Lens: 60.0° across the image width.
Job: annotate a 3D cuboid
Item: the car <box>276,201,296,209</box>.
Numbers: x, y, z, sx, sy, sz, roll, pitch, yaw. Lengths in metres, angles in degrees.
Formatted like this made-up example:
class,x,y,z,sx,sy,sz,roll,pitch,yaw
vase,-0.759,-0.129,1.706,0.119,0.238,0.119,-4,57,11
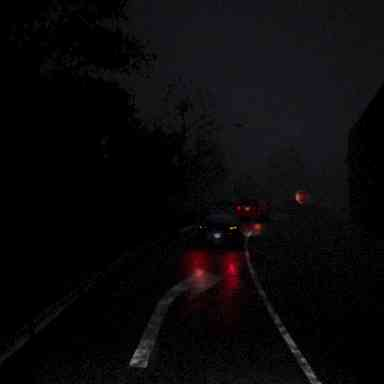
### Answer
class,x,y,z,sx,sy,sz,roll,pitch,yaw
car,19.475,2.646,69.170,2.163,1.488,4.792,3,-1,-10

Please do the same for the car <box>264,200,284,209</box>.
class,x,y,z,sx,sy,sz,roll,pitch,yaw
car,16.827,2.475,68.916,1.946,1.575,5.366,3,-1,-10

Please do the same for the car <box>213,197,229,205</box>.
class,x,y,z,sx,sy,sz,roll,pitch,yaw
car,5.768,1.832,66.758,2.002,1.452,4.674,4,-1,-10

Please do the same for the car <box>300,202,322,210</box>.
class,x,y,z,sx,sy,sz,roll,pitch,yaw
car,24.960,2.874,70.173,2.097,1.535,5.008,2,-1,-10

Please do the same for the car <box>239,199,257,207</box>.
class,x,y,z,sx,sy,sz,roll,pitch,yaw
car,11.361,2.186,67.782,2.163,1.488,4.792,4,-1,-10

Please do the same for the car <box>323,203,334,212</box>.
class,x,y,z,sx,sy,sz,roll,pitch,yaw
car,21.951,2.602,56.326,2.163,1.488,4.792,3,-1,-10

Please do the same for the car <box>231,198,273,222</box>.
class,x,y,z,sx,sy,sz,roll,pitch,yaw
car,5.466,1.513,29.463,2.150,2.045,5.566,0,-1,22

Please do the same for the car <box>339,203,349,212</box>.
class,x,y,z,sx,sy,sz,roll,pitch,yaw
car,27.448,2.703,57.305,2.185,1.767,4.553,2,-1,-10

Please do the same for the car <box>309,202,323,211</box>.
class,x,y,z,sx,sy,sz,roll,pitch,yaw
car,19.217,2.428,55.861,2.231,1.521,4.892,3,-1,-10

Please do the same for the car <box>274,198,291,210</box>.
class,x,y,z,sx,sy,sz,roll,pitch,yaw
car,13.729,2.106,54.884,2.097,1.535,5.008,3,-1,-10

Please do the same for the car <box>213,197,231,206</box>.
class,x,y,z,sx,sy,sz,roll,pitch,yaw
car,5.529,1.599,53.397,2.163,1.488,4.792,4,-1,-10

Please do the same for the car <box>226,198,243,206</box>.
class,x,y,z,sx,sy,sz,roll,pitch,yaw
car,8.504,2.013,67.246,2.002,1.452,4.674,4,-1,-10

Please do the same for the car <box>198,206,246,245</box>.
class,x,y,z,sx,sy,sz,roll,pitch,yaw
car,1.430,1.601,15.778,1.812,1.442,4.674,0,-1,10

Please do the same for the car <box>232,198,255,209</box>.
class,x,y,z,sx,sy,sz,roll,pitch,yaw
car,8.253,1.781,53.943,2.163,1.488,4.792,4,-1,-10

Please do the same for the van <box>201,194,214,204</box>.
class,x,y,z,sx,sy,sz,roll,pitch,yaw
van,3.181,1.393,66.167,1.878,1.987,4.442,4,0,-10

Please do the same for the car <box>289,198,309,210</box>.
class,x,y,z,sx,sy,sz,roll,pitch,yaw
car,16.483,2.021,55.410,2.435,2.045,5.566,3,-1,-10

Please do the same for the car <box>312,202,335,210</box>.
class,x,y,z,sx,sy,sz,roll,pitch,yaw
car,27.831,2.996,70.684,2.231,1.521,4.892,2,-1,-10
